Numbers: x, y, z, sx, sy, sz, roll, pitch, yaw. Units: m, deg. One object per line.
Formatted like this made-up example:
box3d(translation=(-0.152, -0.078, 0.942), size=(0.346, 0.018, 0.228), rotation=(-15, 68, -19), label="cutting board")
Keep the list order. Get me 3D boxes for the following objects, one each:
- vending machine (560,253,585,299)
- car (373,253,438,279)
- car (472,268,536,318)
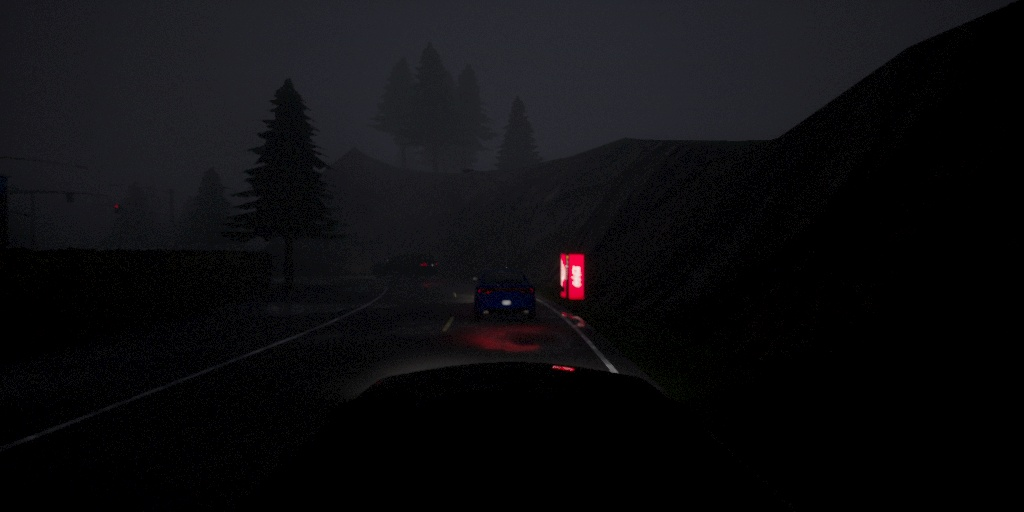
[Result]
box3d(translation=(2.781, 0.859, 16.488), size=(1.100, 2.100, 0.880), rotation=(0, 0, -10), label="vending machine")
box3d(translation=(-8.807, 0.807, 29.624), size=(5.566, 2.045, 2.150), rotation=(0, -1, 24), label="car")
box3d(translation=(-0.366, 1.164, 12.681), size=(1.882, 1.535, 5.008), rotation=(0, 0, -5), label="car")
